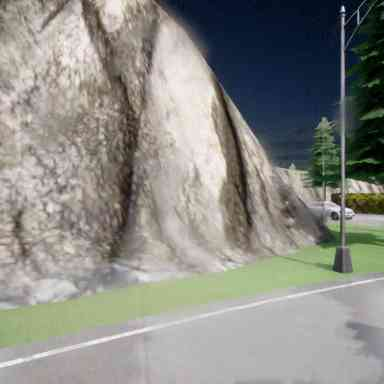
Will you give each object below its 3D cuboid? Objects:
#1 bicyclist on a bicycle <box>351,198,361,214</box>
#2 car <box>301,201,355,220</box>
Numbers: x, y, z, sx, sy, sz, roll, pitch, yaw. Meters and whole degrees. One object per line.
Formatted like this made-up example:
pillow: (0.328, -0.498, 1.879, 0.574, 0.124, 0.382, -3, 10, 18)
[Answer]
bicyclist on a bicycle: (16.458, 1.453, 33.365, 1.656, 1.620, 0.582, 0, 0, -28)
car: (11.287, 1.526, 27.983, 1.812, 1.442, 4.674, 0, 0, -28)
